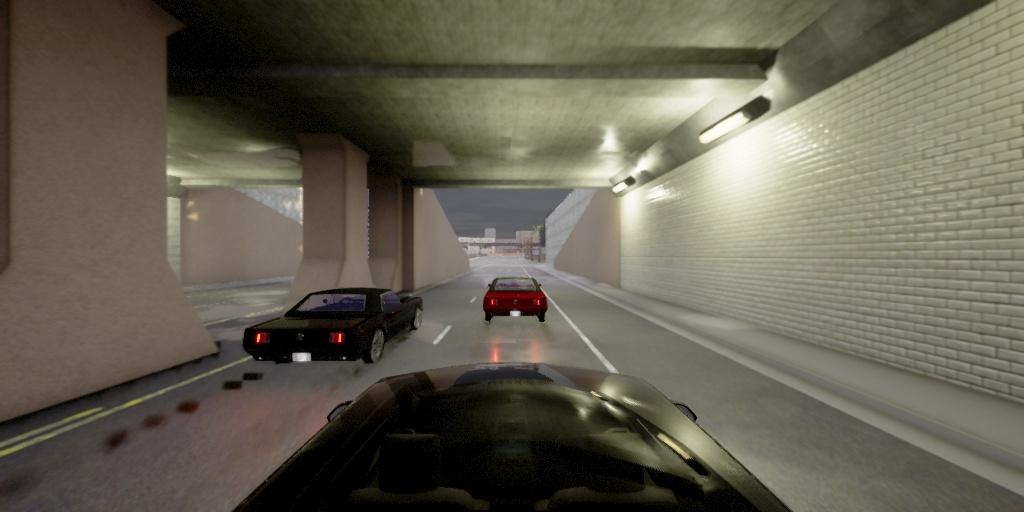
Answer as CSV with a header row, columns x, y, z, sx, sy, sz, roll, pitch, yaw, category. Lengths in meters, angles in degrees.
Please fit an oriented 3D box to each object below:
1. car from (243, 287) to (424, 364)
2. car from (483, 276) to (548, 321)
x,y,z,sx,sy,sz,roll,pitch,yaw,category
-3.399,1.351,8.030,1.895,1.301,4.718,0,0,0,car
0.093,1.350,12.423,1.895,1.301,4.718,0,0,0,car
